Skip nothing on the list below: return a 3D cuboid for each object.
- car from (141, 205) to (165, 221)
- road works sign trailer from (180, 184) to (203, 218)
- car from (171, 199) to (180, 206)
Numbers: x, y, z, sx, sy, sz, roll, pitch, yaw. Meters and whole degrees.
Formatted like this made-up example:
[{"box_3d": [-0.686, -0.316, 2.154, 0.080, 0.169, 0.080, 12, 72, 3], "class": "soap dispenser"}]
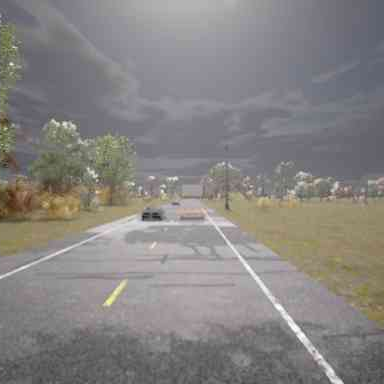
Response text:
[{"box_3d": [-3.598, 1.942, 31.304, 1.895, 1.301, 4.718, 0, -1, 0], "class": "car"}, {"box_3d": [-0.001, 0.842, 34.625, 2.380, 3.560, 2.880, 0, -1, 0], "class": "road works sign trailer"}, {"box_3d": [-3.503, 2.280, 71.838, 2.033, 1.411, 5.357, 0, -1, 0], "class": "car"}]
